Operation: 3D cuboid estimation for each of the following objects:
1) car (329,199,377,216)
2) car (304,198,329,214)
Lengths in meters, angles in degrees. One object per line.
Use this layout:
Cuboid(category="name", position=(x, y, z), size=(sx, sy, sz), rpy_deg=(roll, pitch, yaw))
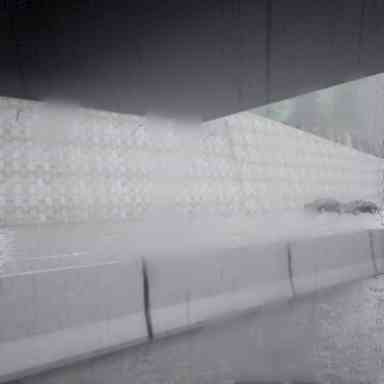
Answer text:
Cuboid(category="car", position=(15.826, 1.462, 31.926), size=(4.902, 1.511, 2.128), rpy_deg=(0, 0, -35))
Cuboid(category="car", position=(13.826, 1.425, 34.798), size=(5.008, 1.535, 1.882), rpy_deg=(0, 0, -35))
